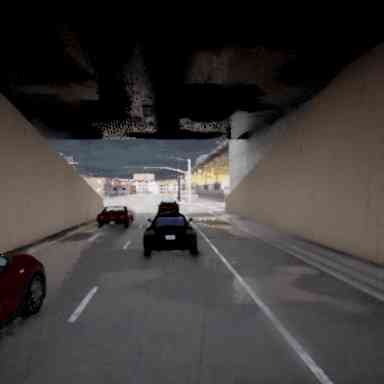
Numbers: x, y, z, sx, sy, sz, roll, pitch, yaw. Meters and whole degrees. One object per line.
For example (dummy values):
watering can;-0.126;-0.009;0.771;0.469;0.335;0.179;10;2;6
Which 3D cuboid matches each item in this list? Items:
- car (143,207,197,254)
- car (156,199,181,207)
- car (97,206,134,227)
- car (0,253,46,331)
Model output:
car;-0.882;1.530;13.478;1.994;1.385;4.181;0;0;-4
car;-2.065;1.428;29.461;1.837;1.490;4.892;0;-1;-5
car;-5.045;1.571;22.542;1.895;1.301;4.718;0;0;-4
car;-3.818;1.366;4.608;2.097;1.767;4.553;0;0;-2
